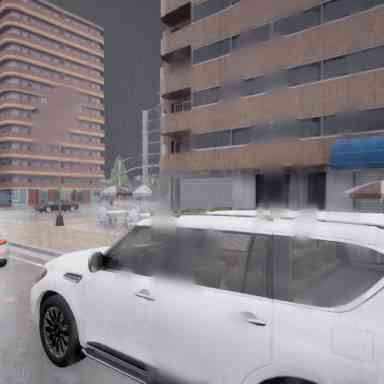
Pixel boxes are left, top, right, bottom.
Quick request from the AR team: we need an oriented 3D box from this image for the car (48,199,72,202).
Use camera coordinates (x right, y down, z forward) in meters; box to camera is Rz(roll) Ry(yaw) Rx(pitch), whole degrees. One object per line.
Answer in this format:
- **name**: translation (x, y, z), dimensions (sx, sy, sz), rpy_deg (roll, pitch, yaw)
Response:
- **car**: translation (-15.467, 1.560, 38.181), dimensions (1.837, 1.490, 4.892), rpy_deg (0, 0, 40)

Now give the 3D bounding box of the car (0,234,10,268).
- **car**: translation (-7.210, 1.526, 10.162), dimensions (4.674, 1.442, 1.812), rpy_deg (0, 0, 40)

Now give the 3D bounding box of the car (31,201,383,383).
- **car**: translation (0.269, 1.221, 3.999), dimensions (5.566, 2.045, 2.150), rpy_deg (0, 0, 39)
